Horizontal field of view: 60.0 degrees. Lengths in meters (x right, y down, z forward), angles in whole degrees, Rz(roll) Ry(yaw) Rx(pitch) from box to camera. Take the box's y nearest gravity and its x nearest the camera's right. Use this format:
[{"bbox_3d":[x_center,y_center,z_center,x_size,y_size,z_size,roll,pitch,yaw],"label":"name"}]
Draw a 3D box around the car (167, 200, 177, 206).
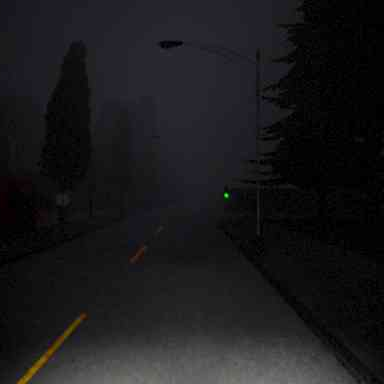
[{"bbox_3d":[-4.089,2.438,70.092,2.033,1.411,5.357,0,-1,0],"label":"car"}]
